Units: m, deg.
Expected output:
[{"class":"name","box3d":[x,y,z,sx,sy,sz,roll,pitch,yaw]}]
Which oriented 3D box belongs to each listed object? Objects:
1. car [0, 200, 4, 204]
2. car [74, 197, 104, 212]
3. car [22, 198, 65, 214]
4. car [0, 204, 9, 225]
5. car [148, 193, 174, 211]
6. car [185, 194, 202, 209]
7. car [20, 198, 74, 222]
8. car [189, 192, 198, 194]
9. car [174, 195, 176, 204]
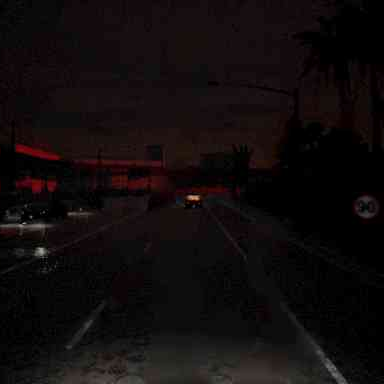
[{"class":"car","box3d":[-14.038,1.175,21.666,2.097,1.767,4.553,0,1,0]},{"class":"car","box3d":[-10.465,1.200,34.008,2.033,1.411,5.357,0,1,1]},{"class":"car","box3d":[-13.988,1.287,31.621,1.895,1.301,4.718,0,1,1]},{"class":"car","box3d":[-10.564,1.449,14.379,2.033,1.411,5.357,0,0,0]},{"class":"car","box3d":[-3.410,0.987,35.436,2.097,1.767,4.553,0,1,0]},{"class":"car","box3d":[0.195,1.205,37.701,1.895,1.301,4.718,0,1,0]},{"class":"car","box3d":[-10.531,1.320,24.121,1.812,1.442,4.674,0,1,0]},{"class":"car","box3d":[0.223,0.800,47.975,2.097,1.767,4.553,0,1,0]},{"class":"car","box3d":[-3.348,0.919,48.319,1.882,1.535,5.008,0,1,1]}]
